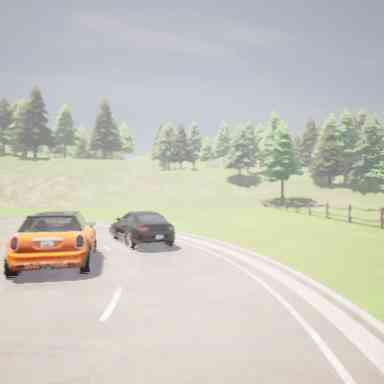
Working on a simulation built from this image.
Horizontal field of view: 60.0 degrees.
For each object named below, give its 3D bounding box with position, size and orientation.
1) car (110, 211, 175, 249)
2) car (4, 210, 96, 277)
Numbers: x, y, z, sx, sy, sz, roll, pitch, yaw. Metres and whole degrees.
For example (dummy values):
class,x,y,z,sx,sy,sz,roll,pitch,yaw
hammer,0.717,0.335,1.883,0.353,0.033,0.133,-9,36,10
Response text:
class,x,y,z,sx,sy,sz,roll,pitch,yaw
car,-2.255,1.546,14.709,1.812,1.442,4.674,1,0,-26
car,-4.208,1.352,10.518,2.097,1.767,4.553,0,0,-14
